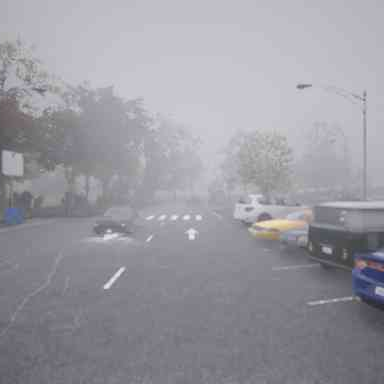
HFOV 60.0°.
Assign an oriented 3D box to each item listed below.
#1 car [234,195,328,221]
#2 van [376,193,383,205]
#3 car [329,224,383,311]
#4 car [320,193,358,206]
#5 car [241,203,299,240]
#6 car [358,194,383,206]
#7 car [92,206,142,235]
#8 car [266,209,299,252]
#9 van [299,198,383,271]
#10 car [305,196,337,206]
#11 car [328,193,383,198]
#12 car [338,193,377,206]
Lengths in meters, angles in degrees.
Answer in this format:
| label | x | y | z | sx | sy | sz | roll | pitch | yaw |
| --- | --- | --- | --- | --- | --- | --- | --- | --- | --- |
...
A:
| label | x | y | z | sx | sy | sz | roll | pitch | yaw |
| --- | --- | --- | --- | --- | --- | --- | --- | --- | --- |
| car | 5.370 | 1.208 | 21.203 | 5.566 | 2.045 | 2.435 | 1 | 0 | -20 |
| van | 32.961 | 1.215 | 54.681 | 1.878 | 1.987 | 4.442 | 0 | -1 | -22 |
| car | 5.362 | 1.477 | 6.166 | 5.008 | 1.535 | 2.097 | 1 | 0 | -20 |
| car | 23.925 | 1.184 | 54.355 | 2.435 | 2.045 | 5.566 | 0 | -1 | -21 |
| car | 5.186 | 1.461 | 15.110 | 5.366 | 1.575 | 1.946 | 1 | 0 | -20 |
| car | 29.981 | 1.313 | 54.527 | 2.185 | 1.767 | 4.553 | 1 | -1 | -22 |
| car | -4.048 | 1.523 | 18.901 | 2.033 | 1.411 | 5.357 | 0 | 0 | 0 |
| car | 5.371 | 1.510 | 12.168 | 4.674 | 1.452 | 2.002 | 1 | 0 | -20 |
| van | 5.480 | 1.249 | 9.211 | 4.442 | 1.987 | 1.878 | 1 | 0 | -20 |
| car | 20.902 | 1.464 | 54.271 | 2.163 | 1.488 | 4.792 | 0 | -1 | -21 |
| car | 18.320 | 1.198 | 37.207 | 2.435 | 2.045 | 5.566 | 0 | 1 | -21 |
| car | 26.986 | 1.185 | 54.395 | 2.435 | 2.045 | 5.566 | 1 | -1 | -22 |
